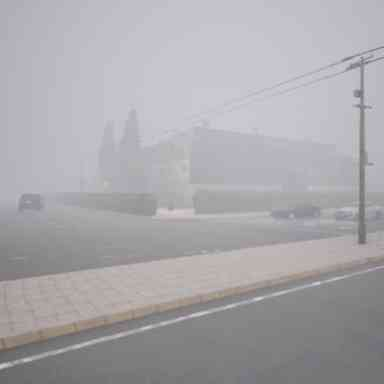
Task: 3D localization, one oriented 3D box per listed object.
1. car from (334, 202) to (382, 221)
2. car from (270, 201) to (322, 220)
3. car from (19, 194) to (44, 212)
[{"bbox_3d":[13.513,1.516,26.938,4.674,1.442,1.812,0,0,-33],"label":"car"},{"bbox_3d":[8.731,1.515,27.886,5.008,1.535,1.882,-1,1,-33],"label":"car"},{"bbox_3d":[-18.413,1.243,38.317,2.150,2.045,5.566,2,-1,-19],"label":"car"}]
